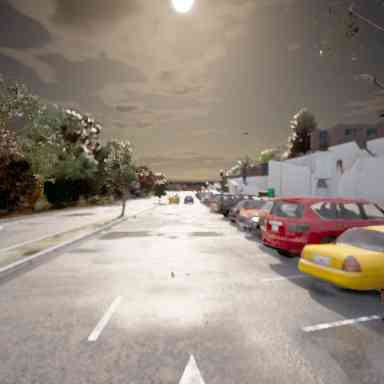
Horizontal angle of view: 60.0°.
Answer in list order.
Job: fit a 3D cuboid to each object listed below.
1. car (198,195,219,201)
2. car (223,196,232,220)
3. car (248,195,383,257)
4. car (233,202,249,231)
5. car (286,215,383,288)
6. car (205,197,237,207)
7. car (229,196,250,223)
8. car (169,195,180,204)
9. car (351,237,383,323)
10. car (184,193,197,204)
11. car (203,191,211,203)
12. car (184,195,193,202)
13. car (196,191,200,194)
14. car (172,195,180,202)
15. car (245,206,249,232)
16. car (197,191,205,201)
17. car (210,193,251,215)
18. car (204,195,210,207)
[{"bbox_3d":[4.244,1.529,86.062,4.792,1.488,2.163,1,1,-21],"label":"car"},{"bbox_3d":[4.855,1.336,23.028,4.553,1.767,2.185,1,0,-21],"label":"car"},{"bbox_3d":[5.028,1.218,11.045,5.566,2.045,2.435,1,0,-21],"label":"car"},{"bbox_3d":[4.950,1.464,17.032,4.892,1.521,2.231,1,0,-21],"label":"car"},{"bbox_3d":[5.199,1.473,8.097,5.366,1.575,1.946,1,0,-21],"label":"car"},{"bbox_3d":[4.594,1.634,53.042,4.674,1.452,2.002,1,0,-21],"label":"car"},{"bbox_3d":[4.946,1.336,20.043,4.553,1.767,2.185,1,0,-21],"label":"car"},{"bbox_3d":[-3.618,1.615,67.331,1.882,1.535,5.008,0,0,-1],"label":"car"},{"bbox_3d":[5.042,1.518,5.028,4.674,1.452,2.002,1,0,-20],"label":"car"},{"bbox_3d":[-0.619,1.488,67.384,2.097,1.767,4.553,0,0,-1],"label":"car"},{"bbox_3d":[4.688,1.269,41.024,5.566,2.045,2.435,1,0,-21],"label":"car"},{"bbox_3d":[-0.716,1.524,77.416,2.033,1.411,5.357,0,0,-1],"label":"car"},{"bbox_3d":[4.364,1.348,74.045,5.566,2.045,2.435,1,1,-21],"label":"car"},{"bbox_3d":[-3.720,1.525,77.750,1.837,1.490,4.892,0,0,-1],"label":"car"},{"bbox_3d":[4.996,1.495,14.048,4.792,1.488,2.163,1,0,-21],"label":"car"},{"bbox_3d":[4.503,1.374,65.066,5.566,2.045,2.435,1,0,-21],"label":"car"},{"bbox_3d":[4.852,1.220,29.055,5.566,2.045,2.435,1,0,-21],"label":"car"},{"bbox_3d":[4.564,1.499,37.969,5.366,1.575,1.946,1,0,-21],"label":"car"}]
